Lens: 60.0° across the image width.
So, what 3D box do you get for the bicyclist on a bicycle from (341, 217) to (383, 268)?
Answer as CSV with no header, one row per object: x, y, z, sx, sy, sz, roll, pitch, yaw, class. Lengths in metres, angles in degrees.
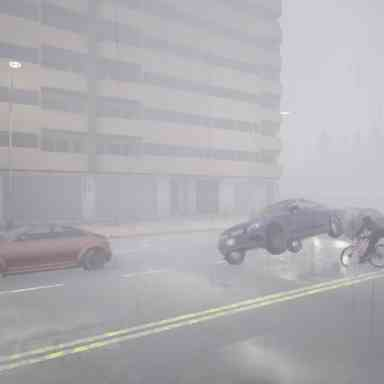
5.137,1.451,9.731,0.582,1.620,1.656,30,-22,-18,bicyclist on a bicycle

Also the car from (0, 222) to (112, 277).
-4.433,1.564,9.439,4.181,1.385,1.994,0,0,-32,car

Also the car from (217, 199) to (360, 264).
2.800,1.033,10.118,4.674,1.442,1.812,-1,-18,-37,car

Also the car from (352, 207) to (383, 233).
8.661,1.525,17.671,4.674,1.442,1.812,0,0,-32,car
